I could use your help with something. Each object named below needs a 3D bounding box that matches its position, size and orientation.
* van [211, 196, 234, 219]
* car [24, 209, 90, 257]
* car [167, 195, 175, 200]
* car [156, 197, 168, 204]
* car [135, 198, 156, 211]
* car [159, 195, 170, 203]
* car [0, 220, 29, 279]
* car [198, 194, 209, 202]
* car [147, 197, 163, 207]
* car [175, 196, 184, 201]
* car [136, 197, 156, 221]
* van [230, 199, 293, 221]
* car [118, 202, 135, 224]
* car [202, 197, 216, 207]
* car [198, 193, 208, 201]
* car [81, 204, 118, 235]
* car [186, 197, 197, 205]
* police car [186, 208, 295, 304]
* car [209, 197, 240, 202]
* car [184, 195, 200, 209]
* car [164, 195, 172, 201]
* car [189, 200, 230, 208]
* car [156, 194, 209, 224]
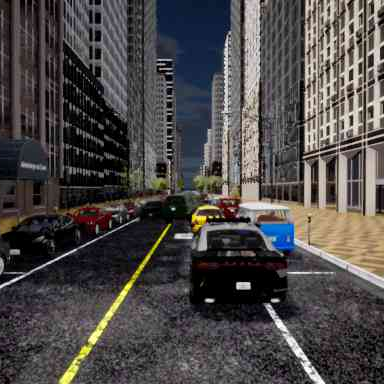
[{"bbox_3d":[2.649,1.334,29.954,1.690,1.788,3.998,-1,0,0],"label":"van"},{"bbox_3d":[-5.712,1.563,12.895,1.947,1.339,4.313,-1,0,0],"label":"car"},{"bbox_3d":[-5.793,1.539,92.466,1.947,1.339,4.313,-1,0,0],"label":"car"},{"bbox_3d":[-5.764,1.565,64.047,1.802,1.307,4.206,-1,0,0],"label":"car"},{"bbox_3d":[-5.741,1.541,41.313,2.008,1.369,4.403,-1,0,0],"label":"car"},{"bbox_3d":[-5.771,1.422,69.731,1.967,1.590,4.097,-1,0,0],"label":"car"},{"bbox_3d":[-5.707,1.549,7.211,2.008,1.369,4.403,-1,0,0],"label":"car"},{"bbox_3d":[2.602,1.295,75.423,2.192,1.841,5.009,-1,0,0],"label":"car"},{"bbox_3d":[-5.753,1.538,52.680,2.008,1.369,4.403,-1,0,0],"label":"car"},{"bbox_3d":[-3.085,1.578,83.235,1.895,1.301,4.718,0,0,0],"label":"car"},{"bbox_3d":[-3.129,1.471,27.772,1.882,1.535,5.008,0,0,0],"label":"car"},{"bbox_3d":[2.666,1.338,12.903,1.690,1.788,3.998,-1,0,0],"label":"van"},{"bbox_3d":[-5.725,1.545,24.262,2.008,1.369,4.403,-1,0,0],"label":"car"},{"bbox_3d":[2.628,1.538,52.688,2.008,1.369,4.403,-1,0,0],"label":"car"},{"bbox_3d":[2.597,1.293,81.108,2.192,1.841,5.009,-1,0,0],"label":"car"},{"bbox_3d":[-5.718,1.540,18.578,1.887,1.381,4.507,-1,0,0],"label":"car"},{"bbox_3d":[-0.062,1.549,59.258,1.994,1.385,4.181,0,0,0],"label":"car"},{"bbox_3d":[0.889,1.423,8.357,1.930,1.638,5.238,0,0,0],"label":"police car"},{"bbox_3d":[2.654,1.309,24.271,2.192,1.841,5.009,-1,0,0],"label":"car"},{"bbox_3d":[-0.028,1.341,46.158,2.097,1.767,4.553,0,0,0],"label":"car"},{"bbox_3d":[-5.781,1.503,80.929,1.752,1.417,4.829,-1,0,0],"label":"car"},{"bbox_3d":[0.880,1.451,18.437,1.801,1.575,5.366,0,0,0],"label":"car"},{"bbox_3d":[-0.169,1.214,24.631,2.150,2.045,5.566,-1,0,24],"label":"car"}]
